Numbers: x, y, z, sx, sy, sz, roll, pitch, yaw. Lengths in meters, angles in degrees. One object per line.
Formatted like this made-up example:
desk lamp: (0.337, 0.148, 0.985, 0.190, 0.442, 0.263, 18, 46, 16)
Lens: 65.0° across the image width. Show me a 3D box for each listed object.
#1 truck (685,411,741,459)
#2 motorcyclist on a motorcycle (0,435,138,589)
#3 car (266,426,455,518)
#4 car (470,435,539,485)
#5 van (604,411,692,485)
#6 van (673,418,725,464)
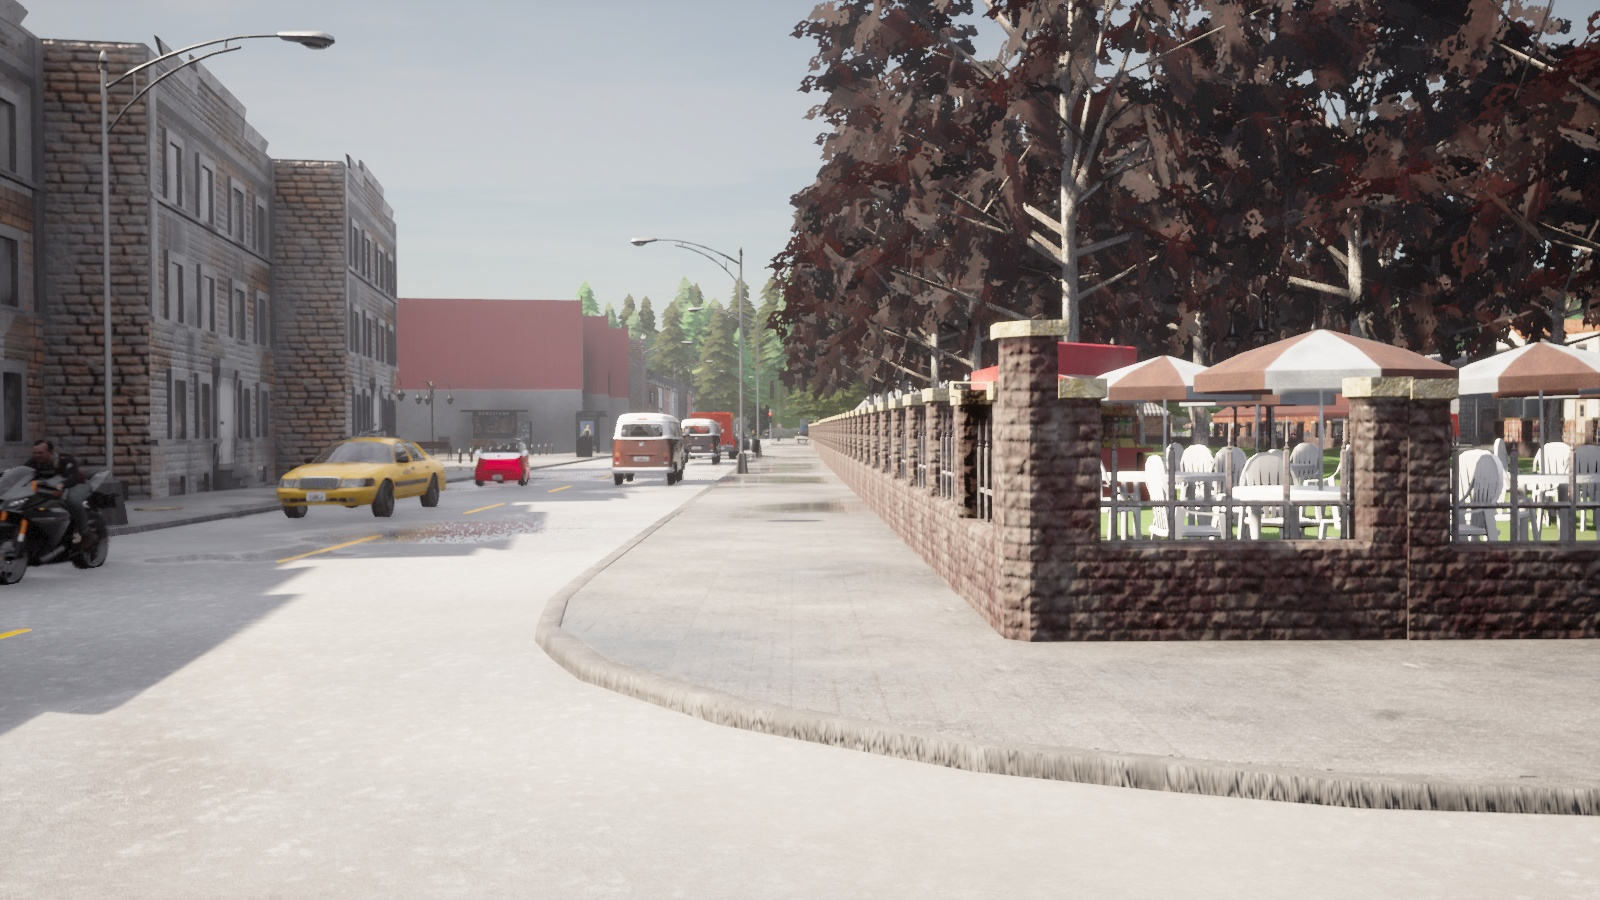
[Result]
truck: (-4.620, -0.810, 67.429, 2.627, 2.467, 5.204, 0, 1, 0)
motorcyclist on a motorcycle: (-8.226, 0.607, 13.696, 0.866, 1.530, 2.191, 0, 1, 0)
car: (-8.307, 0.332, 24.311, 1.801, 1.575, 5.366, 0, 1, 0)
car: (-8.395, 0.254, 35.823, 1.481, 1.376, 2.207, 0, 1, 0)
van: (-4.402, -0.086, 36.974, 2.069, 2.038, 4.480, 0, 1, 0)
van: (-4.552, -0.427, 57.203, 2.069, 2.038, 4.480, 0, 1, 0)
